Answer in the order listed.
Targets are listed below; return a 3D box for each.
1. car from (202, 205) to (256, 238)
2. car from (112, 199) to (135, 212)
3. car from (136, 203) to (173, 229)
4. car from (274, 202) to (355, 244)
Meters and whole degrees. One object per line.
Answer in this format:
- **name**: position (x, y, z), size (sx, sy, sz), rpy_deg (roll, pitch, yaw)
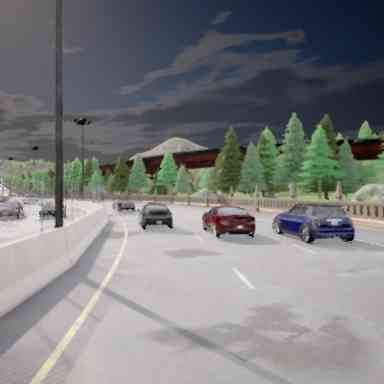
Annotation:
- **car**: position (1.797, 1.446, 17.629), size (1.882, 1.535, 5.008), rpy_deg (0, 0, -9)
- **car**: position (-8.095, 1.544, 39.181), size (2.033, 1.411, 5.357), rpy_deg (0, 0, -24)
- **car**: position (-2.446, 1.498, 21.578), size (1.837, 1.490, 4.892), rpy_deg (0, 0, -13)
- **car**: position (5.599, 1.309, 15.884), size (2.097, 1.767, 4.553), rpy_deg (0, 0, -9)
